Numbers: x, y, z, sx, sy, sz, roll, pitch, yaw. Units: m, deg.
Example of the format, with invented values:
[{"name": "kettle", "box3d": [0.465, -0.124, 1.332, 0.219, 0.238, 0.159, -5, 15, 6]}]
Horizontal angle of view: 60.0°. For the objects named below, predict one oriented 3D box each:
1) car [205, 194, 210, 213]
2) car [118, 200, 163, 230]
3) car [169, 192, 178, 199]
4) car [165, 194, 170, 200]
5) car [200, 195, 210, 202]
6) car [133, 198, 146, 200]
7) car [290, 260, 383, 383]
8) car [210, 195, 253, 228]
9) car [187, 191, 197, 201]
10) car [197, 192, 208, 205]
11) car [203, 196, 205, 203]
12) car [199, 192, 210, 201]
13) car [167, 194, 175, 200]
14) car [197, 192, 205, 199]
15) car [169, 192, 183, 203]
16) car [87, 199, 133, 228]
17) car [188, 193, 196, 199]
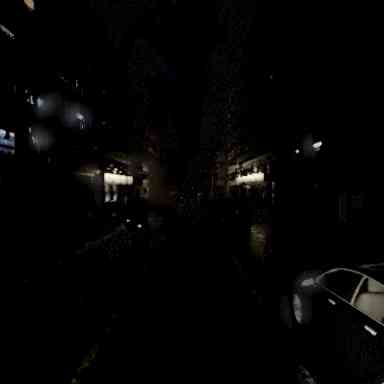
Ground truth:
[{"name": "car", "box3d": [2.580, 1.296, 32.427, 1.967, 1.590, 4.097, -1, 0, 0]}, {"name": "car", "box3d": [-2.837, 1.453, 20.703, 2.033, 1.411, 5.357, 0, 0, 0]}, {"name": "car", "box3d": [-5.267, 0.913, 94.803, 2.192, 1.841, 5.009, -1, 0, 0]}, {"name": "car", "box3d": [-5.275, 1.211, 77.850, 1.887, 1.381, 4.507, -1, 0, 0]}, {"name": "car", "box3d": [2.599, 1.295, 66.413, 1.802, 1.307, 4.206, -1, 0, 0]}, {"name": "car", "box3d": [-5.304, 1.295, 32.641, 1.967, 1.590, 4.097, -1, 0, 0]}, {"name": "car", "box3d": [2.526, 1.532, 4.107, 2.008, 1.369, 4.403, -1, 0, 0]}, {"name": "car", "box3d": [2.556, 1.220, 21.098, 2.192, 1.841, 5.009, -1, 0, 0]}, {"name": "car", "box3d": [0.046, 0.794, 71.362, 2.150, 2.045, 5.566, 0, 0, 0]}, {"name": "car", "box3d": [2.297, 1.121, 53.712, 2.097, 1.767, 4.553, 0, 0, 0]}, {"name": "car", "box3d": [2.581, 1.414, 38.092, 1.802, 1.307, 4.206, -1, 0, 0]}, {"name": "car", "box3d": [2.599, 1.005, 72.077, 2.192, 1.841, 5.009, -1, 0, 0]}, {"name": "car", "box3d": [-5.271, 1.188, 83.502, 1.887, 1.381, 4.507, -1, 0, 0]}, {"name": "car", "box3d": [2.613, 0.914, 94.733, 2.192, 1.841, 5.009, -1, 0, 0]}, {"name": "car", "box3d": [-2.733, 1.235, 62.222, 1.837, 1.490, 4.892, 0, 0, 1]}, {"name": "car", "box3d": [-5.311, 1.343, 21.338, 1.967, 1.590, 4.097, -1, 0, 0]}, {"name": "car", "box3d": [0.057, 1.038, 89.417, 1.994, 1.385, 4.181, 0, 0, 0]}]
